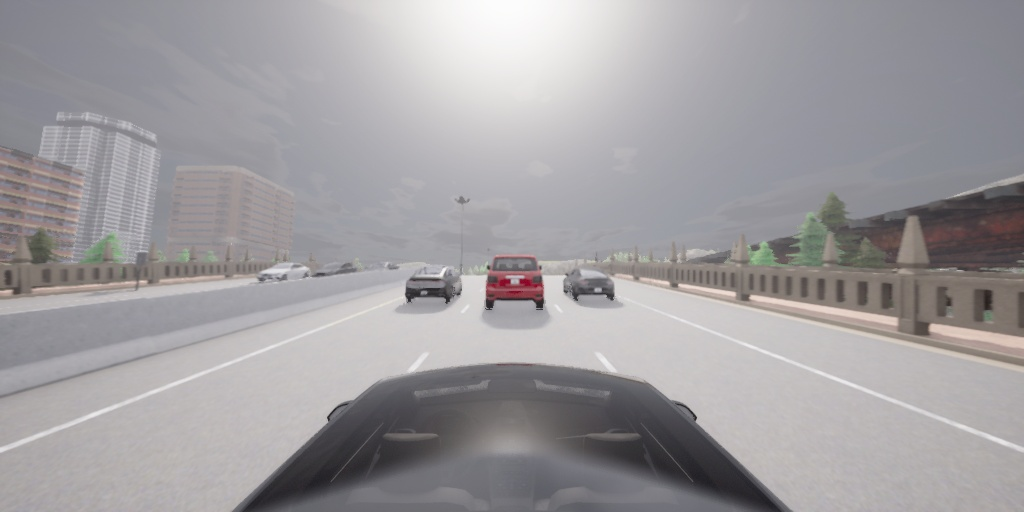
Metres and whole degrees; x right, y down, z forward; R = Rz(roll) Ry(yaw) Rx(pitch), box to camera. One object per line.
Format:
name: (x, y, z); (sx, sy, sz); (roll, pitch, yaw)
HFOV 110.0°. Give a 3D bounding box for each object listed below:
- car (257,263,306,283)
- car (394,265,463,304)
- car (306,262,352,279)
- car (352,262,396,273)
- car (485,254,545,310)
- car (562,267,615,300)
car: (-17.586, 1.248, 27.953); (1.812, 1.442, 4.674); (0, 0, 0)
car: (-3.399, 1.227, 16.263); (2.128, 1.511, 4.902); (0, 0, 0)
car: (-14.084, 1.224, 28.876); (1.837, 1.490, 4.892); (0, 0, 0)
car: (-10.584, 1.213, 29.039); (2.128, 1.511, 4.902); (0, 0, 0)
car: (0.102, 0.958, 14.841); (2.150, 2.045, 5.566); (0, 0, 0)
car: (3.602, 1.259, 17.311); (1.812, 1.442, 4.674); (0, 0, 0)
